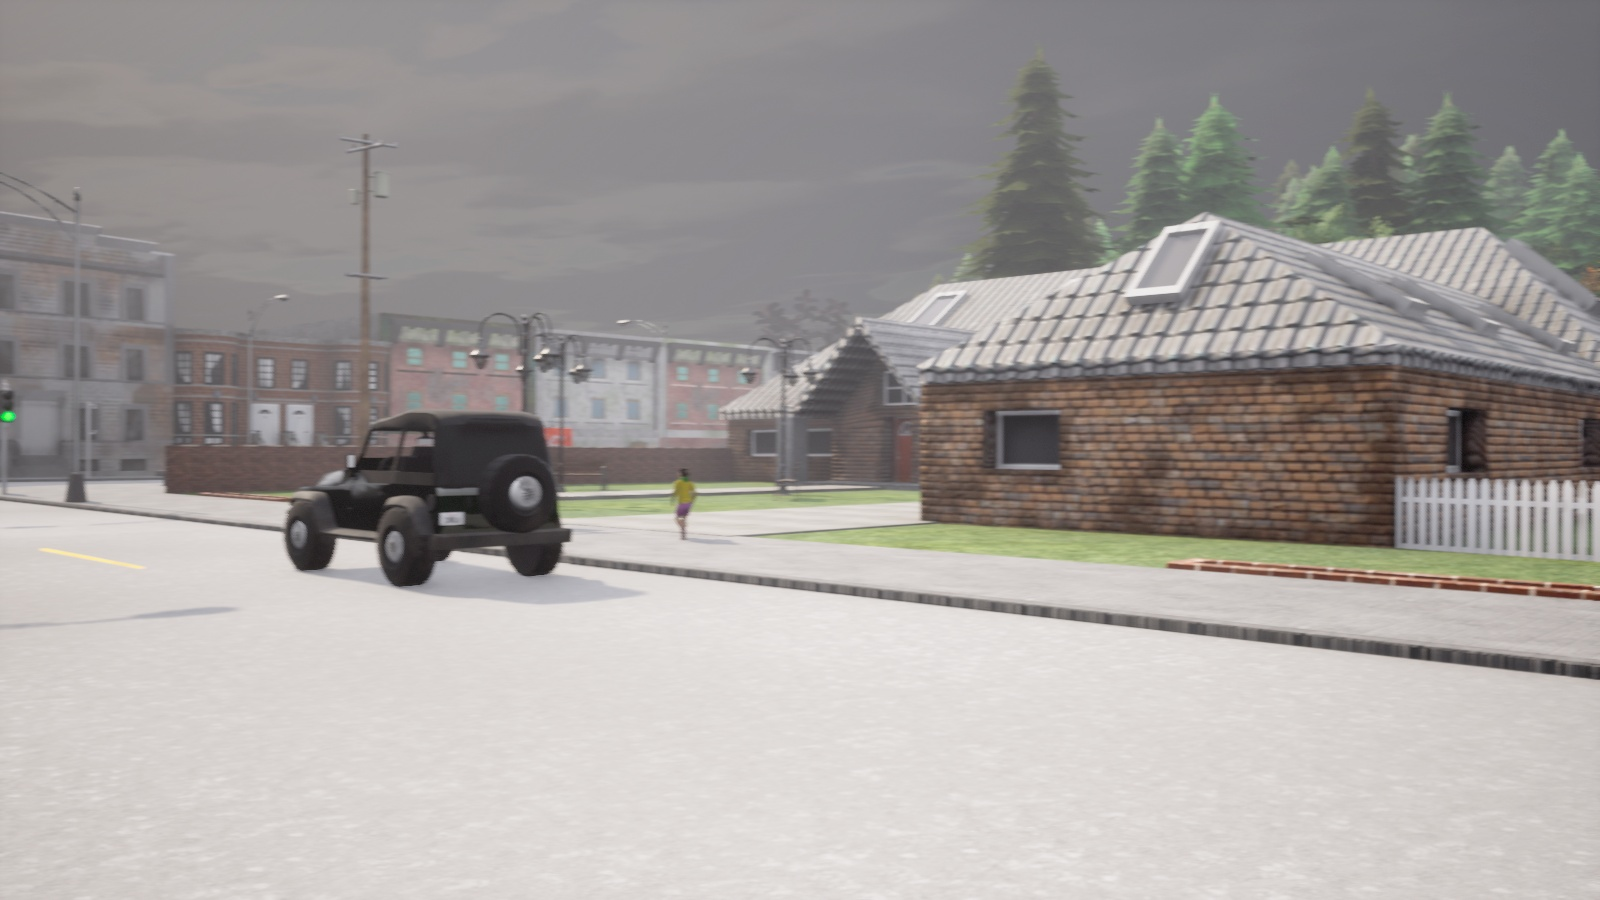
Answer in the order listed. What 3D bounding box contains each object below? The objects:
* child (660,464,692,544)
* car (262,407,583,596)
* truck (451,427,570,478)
[{"bbox_3d":[-1.835,0.791,18.579,0.299,1.160,0.473,0,0,-29],"label":"child"},{"bbox_3d":[-4.428,0.506,14.461,3.866,1.878,1.905,0,0,44],"label":"car"},{"bbox_3d":[-14.418,0.118,62.752,2.627,2.467,5.204,0,0,43],"label":"truck"}]
